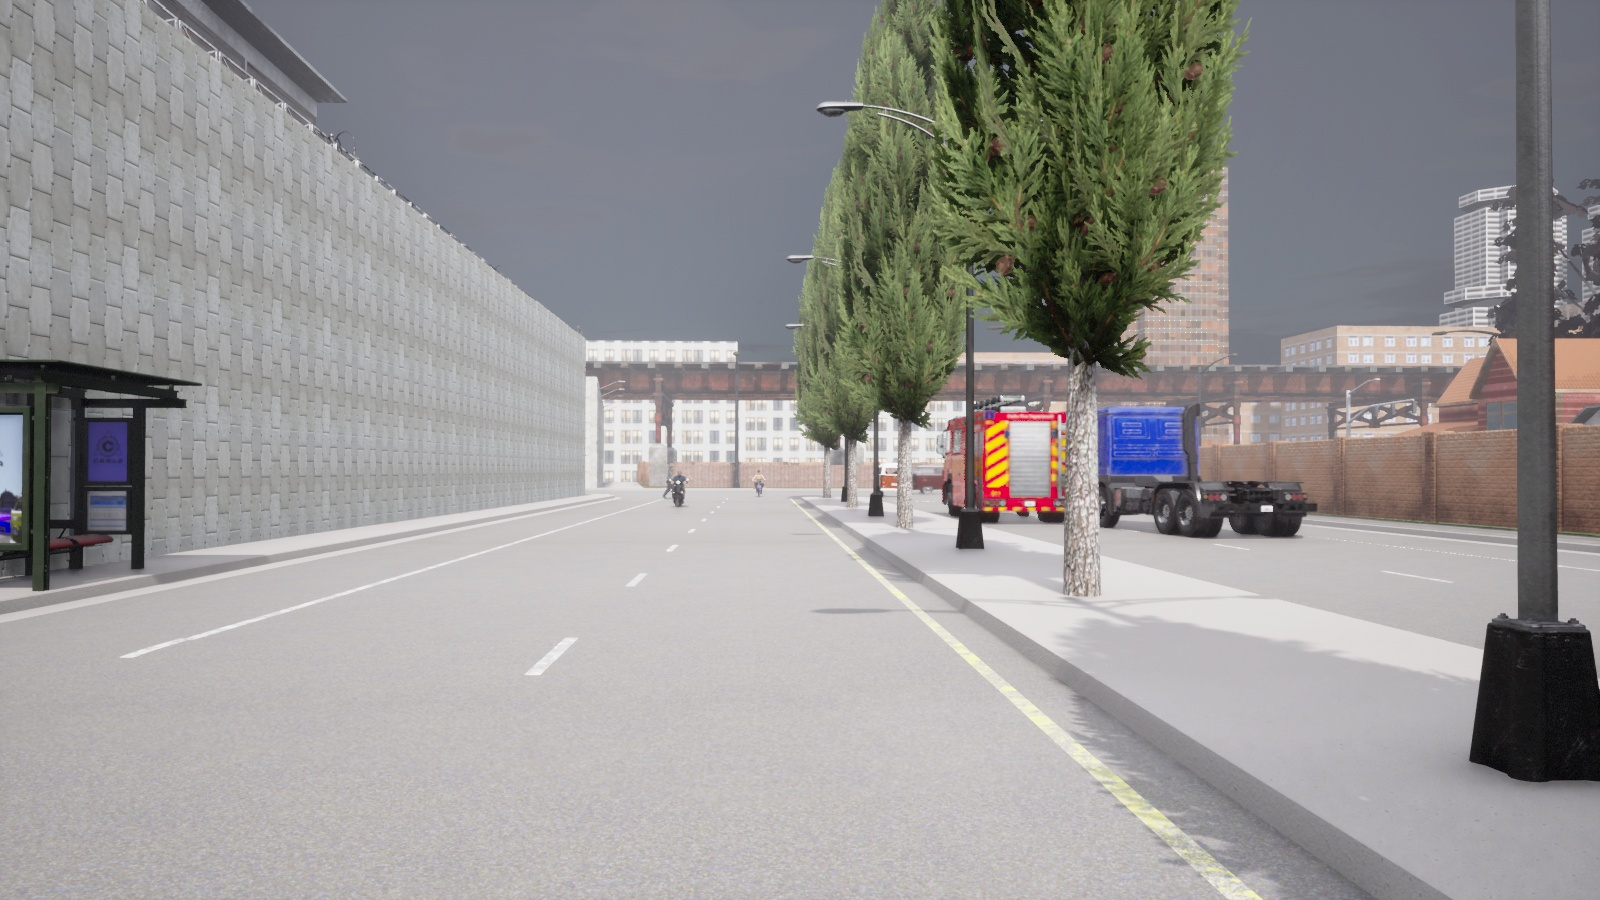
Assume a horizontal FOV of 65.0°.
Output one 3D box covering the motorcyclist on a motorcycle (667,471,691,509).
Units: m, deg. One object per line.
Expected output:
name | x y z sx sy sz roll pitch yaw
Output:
motorcyclist on a motorcycle | -5.152 1.699 53.543 0.866 1.590 1.817 0 -1 0

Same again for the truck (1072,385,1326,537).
truck | 10.042 0.318 32.796 2.891 3.462 7.936 0 -1 -10

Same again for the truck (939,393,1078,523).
truck | 6.651 0.305 41.546 2.891 3.827 8.468 0 -1 -2

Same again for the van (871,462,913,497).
van | 5.547 1.770 76.011 2.069 2.038 4.480 0 -2 -1

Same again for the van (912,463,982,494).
van | 9.893 1.919 84.554 4.442 1.987 1.775 0 -1 -2
